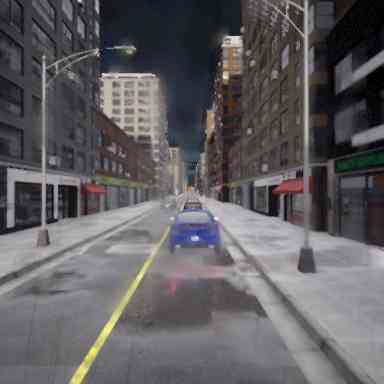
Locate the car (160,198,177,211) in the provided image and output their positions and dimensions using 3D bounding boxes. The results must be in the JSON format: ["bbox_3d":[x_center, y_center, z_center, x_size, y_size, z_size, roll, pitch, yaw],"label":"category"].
[{"bbox_3d":[-2.848,1.452,40.791,2.128,1.511,4.902,0,0,0],"label":"car"}]

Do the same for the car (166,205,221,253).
[{"bbox_3d":[0.097,1.462,13.707,1.882,1.535,5.008,0,-1,0],"label":"car"}]

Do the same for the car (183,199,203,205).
[{"bbox_3d":[0.094,1.451,34.831,2.128,1.511,4.902,0,0,0],"label":"car"}]
